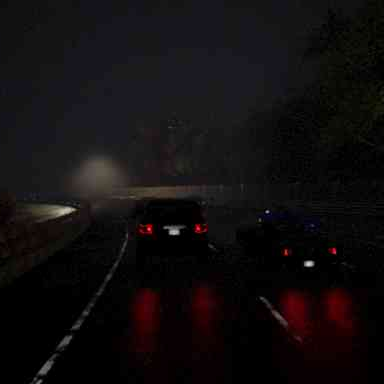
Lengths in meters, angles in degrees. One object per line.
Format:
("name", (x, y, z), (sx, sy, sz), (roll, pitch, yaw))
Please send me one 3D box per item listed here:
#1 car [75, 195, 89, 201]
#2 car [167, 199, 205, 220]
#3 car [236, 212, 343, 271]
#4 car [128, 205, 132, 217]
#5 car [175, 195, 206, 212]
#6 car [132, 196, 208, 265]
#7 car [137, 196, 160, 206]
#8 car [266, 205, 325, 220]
("car", (-26.841, 1.527, 80.934), (2.033, 1.411, 5.357), (0, 0, -39))
("car", (-0.628, 1.455, 28.547), (2.128, 1.511, 4.902), (0, 0, -15))
("car", (2.820, 1.571, 10.878), (1.895, 1.301, 4.718), (-1, 0, -6))
("car", (-4.333, 1.481, 28.829), (1.837, 1.490, 4.892), (0, 0, -16))
("car", (-0.243, 1.298, 39.061), (2.097, 1.767, 4.553), (0, 0, -23))
("car", (-0.814, 1.208, 11.938), (2.150, 2.045, 5.566), (0, 0, -7))
("car", (-7.034, 1.431, 53.355), (1.882, 1.535, 5.008), (0, 0, -29))
("car", (5.264, 1.434, 18.175), (1.882, 1.535, 5.008), (0, 0, -9))
